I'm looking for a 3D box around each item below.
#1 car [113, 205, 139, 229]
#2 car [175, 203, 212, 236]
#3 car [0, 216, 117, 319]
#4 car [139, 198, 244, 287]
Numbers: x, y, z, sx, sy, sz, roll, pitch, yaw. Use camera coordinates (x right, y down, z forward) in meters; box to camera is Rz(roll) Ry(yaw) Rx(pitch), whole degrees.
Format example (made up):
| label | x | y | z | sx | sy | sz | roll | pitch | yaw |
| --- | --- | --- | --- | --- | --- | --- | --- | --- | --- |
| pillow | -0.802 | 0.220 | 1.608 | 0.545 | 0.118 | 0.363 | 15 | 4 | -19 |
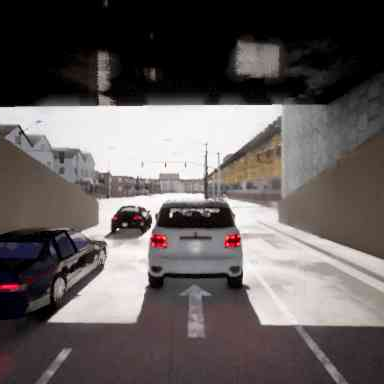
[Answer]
| label | x | y | z | sx | sy | sz | roll | pitch | yaw |
| --- | --- | --- | --- | --- | --- | --- | --- | --- | --- |
| car | -3.399 | 1.460 | 19.127 | 1.812 | 1.442 | 4.674 | 0 | 0 | 0 |
| car | 0.060 | 1.460 | 18.964 | 1.812 | 1.442 | 4.674 | 0 | 0 | 0 |
| car | -3.406 | 1.521 | 7.606 | 2.033 | 1.411 | 5.357 | 0 | 0 | 0 |
| car | 0.084 | 1.186 | 9.404 | 2.150 | 2.045 | 5.566 | 0 | 0 | 0 |
